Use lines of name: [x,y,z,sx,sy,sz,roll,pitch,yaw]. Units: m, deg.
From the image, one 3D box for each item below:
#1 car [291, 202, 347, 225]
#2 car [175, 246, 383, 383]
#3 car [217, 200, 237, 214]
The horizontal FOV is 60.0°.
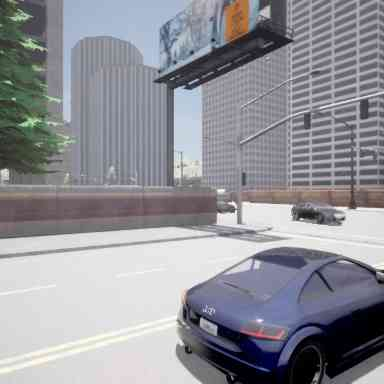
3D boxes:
car: [9.106,1.492,24.187,2.128,1.511,4.902,0,0,-14]
car: [1.837,1.564,5.099,4.181,1.385,1.994,0,0,-35]
car: [2.829,1.563,35.611,1.994,1.385,4.181,0,0,-35]
